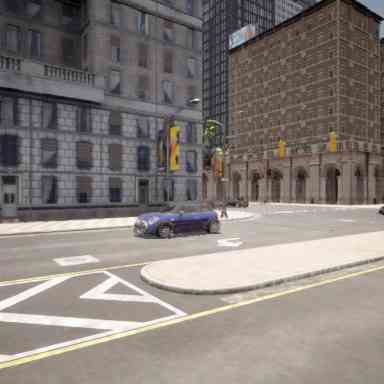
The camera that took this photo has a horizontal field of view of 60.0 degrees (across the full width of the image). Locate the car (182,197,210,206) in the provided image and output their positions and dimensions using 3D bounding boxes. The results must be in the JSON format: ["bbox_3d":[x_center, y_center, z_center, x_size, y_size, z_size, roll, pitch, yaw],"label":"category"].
[{"bbox_3d":[0.596,1.547,56.601,2.033,1.411,5.357,0,0,-34],"label":"car"}]

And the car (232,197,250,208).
[{"bbox_3d":[6.246,1.505,48.495,1.837,1.490,4.892,0,0,-35],"label":"car"}]

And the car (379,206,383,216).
[{"bbox_3d":[19.533,1.564,31.530,4.181,1.385,1.994,0,0,-35],"label":"car"}]

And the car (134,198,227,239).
[{"bbox_3d":[-0.745,1.353,17.463,4.553,1.767,2.097,0,0,-35],"label":"car"}]

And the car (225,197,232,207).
[{"bbox_3d":[3.039,1.526,46.977,1.812,1.442,4.674,0,0,-35],"label":"car"}]
